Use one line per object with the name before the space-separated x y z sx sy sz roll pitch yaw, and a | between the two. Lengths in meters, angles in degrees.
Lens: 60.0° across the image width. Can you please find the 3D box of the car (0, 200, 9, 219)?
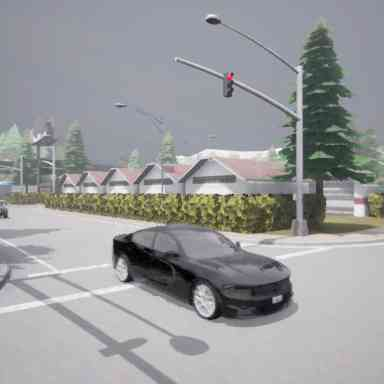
car | -16.971 1.415 28.311 1.837 1.490 4.892 0 1 -39

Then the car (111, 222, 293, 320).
car | -0.102 1.527 7.657 1.882 1.535 5.008 0 1 -39
